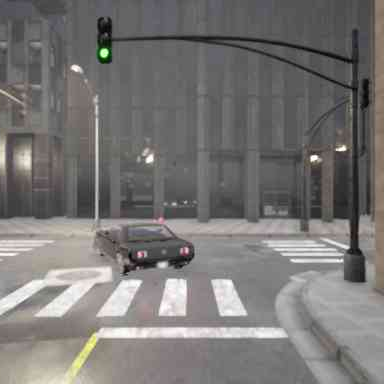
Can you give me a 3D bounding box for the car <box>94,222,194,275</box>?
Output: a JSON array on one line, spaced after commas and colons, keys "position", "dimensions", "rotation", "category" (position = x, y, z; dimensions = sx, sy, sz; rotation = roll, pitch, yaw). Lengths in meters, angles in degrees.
[{"position": [-1.794, 1.622, 10.700], "dimensions": [1.895, 1.301, 4.718], "rotation": [0, 0, -28], "category": "car"}]
